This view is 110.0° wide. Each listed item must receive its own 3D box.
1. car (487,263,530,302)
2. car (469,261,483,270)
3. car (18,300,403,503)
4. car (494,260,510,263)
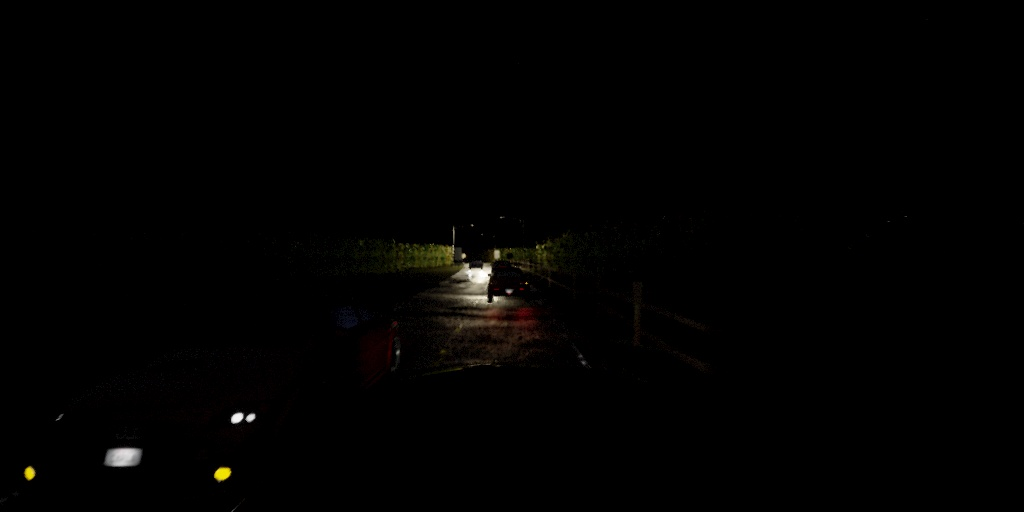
[{"bbox_3d":[-0.180,1.236,16.685,1.812,1.442,4.674,0,0,-2],"label":"car"},{"bbox_3d":[-4.936,1.282,49.568,1.895,1.301,4.718,0,0,-5],"label":"car"},{"bbox_3d":[-2.890,1.303,4.640,1.994,1.385,4.181,0,0,-1],"label":"car"},{"bbox_3d":[-0.979,1.151,33.563,1.882,1.535,5.008,0,0,-4],"label":"car"}]
